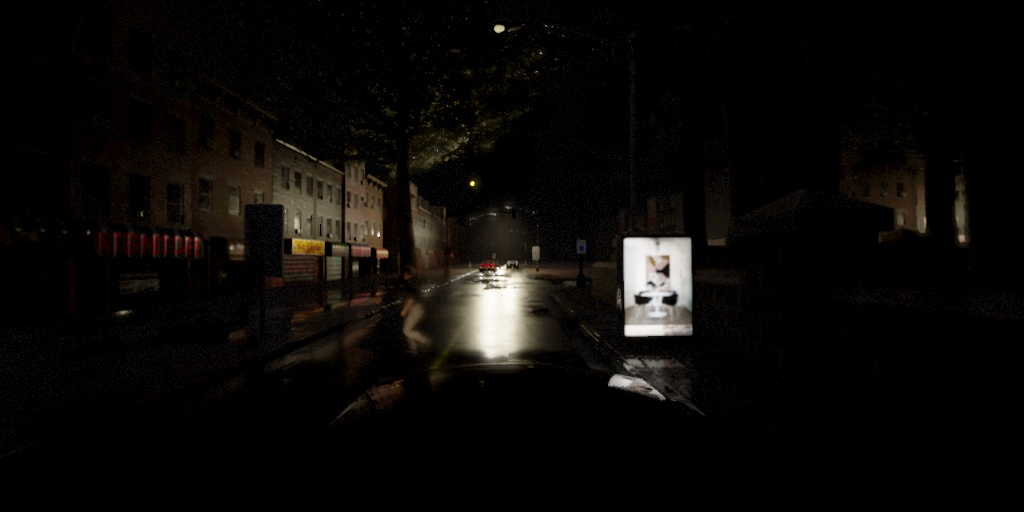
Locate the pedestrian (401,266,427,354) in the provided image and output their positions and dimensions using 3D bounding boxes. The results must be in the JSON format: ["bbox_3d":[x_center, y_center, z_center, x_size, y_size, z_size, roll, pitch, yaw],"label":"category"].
[{"bbox_3d":[-1.984,1.042,7.221,0.375,1.860,0.375,1,-1,-10],"label":"pedestrian"}]

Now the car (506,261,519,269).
[{"bbox_3d":[0.103,1.375,55.589,1.895,1.301,4.718,0,0,0],"label":"car"}]

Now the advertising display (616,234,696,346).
[{"bbox_3d":[3.010,0.774,7.448,1.540,2.440,0.280,0,0,0],"label":"advertising display"}]

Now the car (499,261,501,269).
[{"bbox_3d":[-2.808,1.290,59.280,1.837,1.490,4.892,0,-1,0],"label":"car"}]

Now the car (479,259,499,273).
[{"bbox_3d":[-2.840,1.281,42.856,1.812,1.442,4.674,0,0,0],"label":"car"}]
